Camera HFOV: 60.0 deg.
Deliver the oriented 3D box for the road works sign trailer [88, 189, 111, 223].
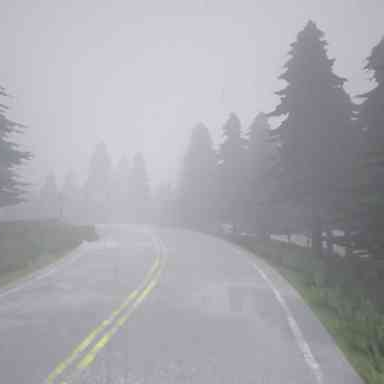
[{"bbox_3d":[-10.548,1.567,36.464,2.880,3.560,2.380,-3,-7,33],"label":"road works sign trailer"}]
